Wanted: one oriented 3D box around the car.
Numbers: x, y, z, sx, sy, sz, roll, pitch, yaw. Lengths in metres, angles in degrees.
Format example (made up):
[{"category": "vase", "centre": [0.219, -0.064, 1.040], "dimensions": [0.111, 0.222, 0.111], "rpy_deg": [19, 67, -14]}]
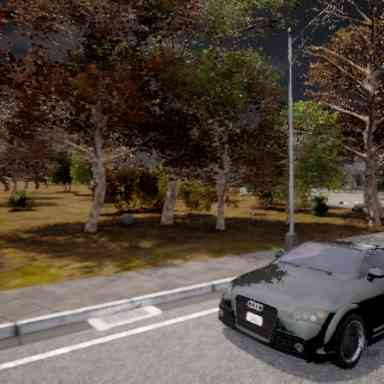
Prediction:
[{"category": "car", "centre": [2.486, 1.562, 5.748], "dimensions": [4.181, 1.385, 1.994], "rpy_deg": [0, 0, -35]}]
